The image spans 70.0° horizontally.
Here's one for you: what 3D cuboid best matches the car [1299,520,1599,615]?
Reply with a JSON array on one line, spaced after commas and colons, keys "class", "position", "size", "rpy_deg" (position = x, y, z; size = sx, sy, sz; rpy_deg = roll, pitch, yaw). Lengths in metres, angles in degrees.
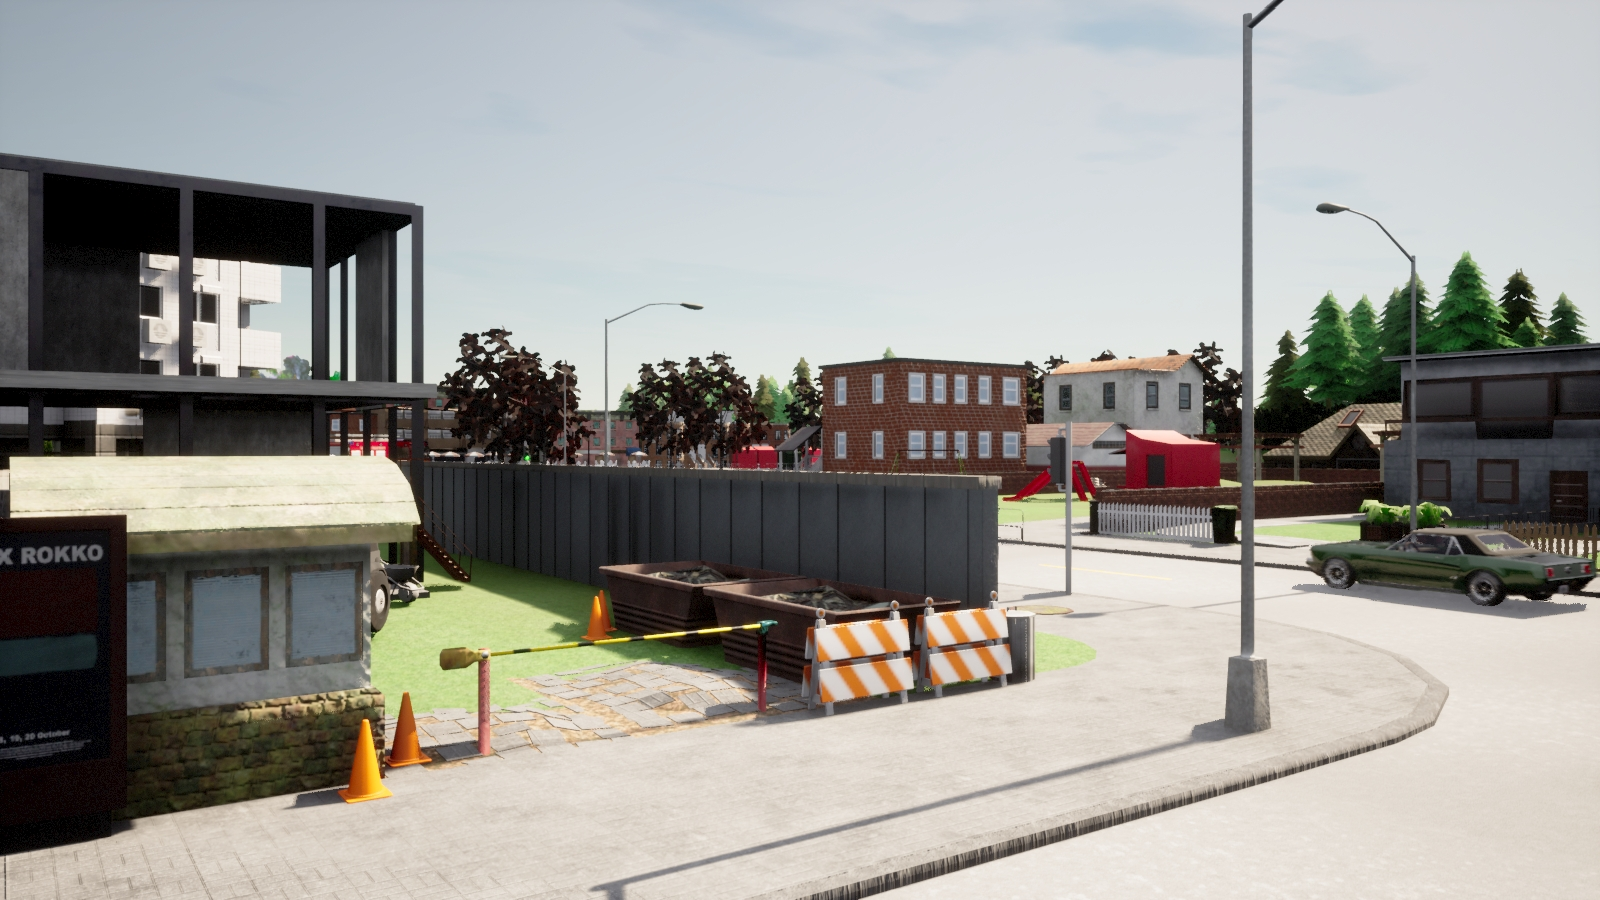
[{"class": "car", "position": [12.240, 2.146, 21.872], "size": [1.895, 1.301, 4.718], "rpy_deg": [0, 0, -30]}]
